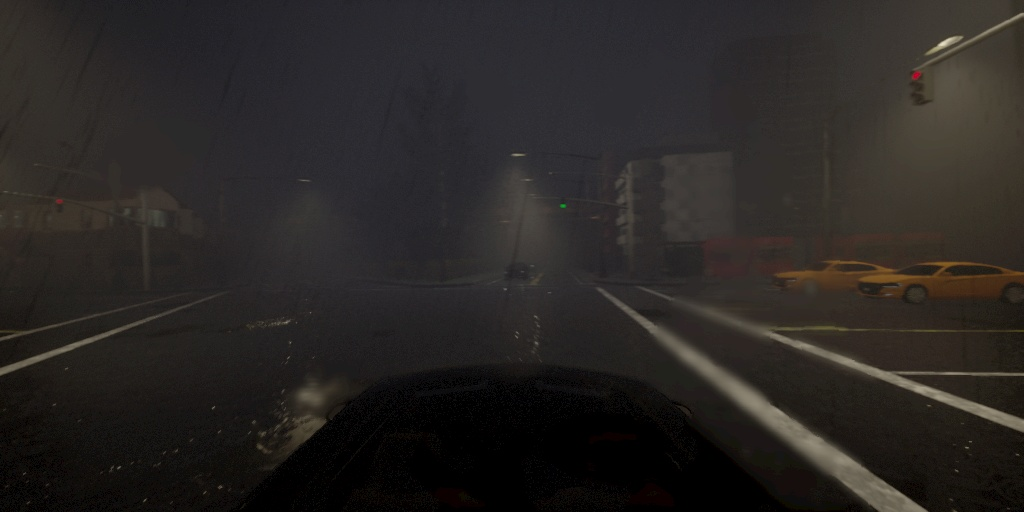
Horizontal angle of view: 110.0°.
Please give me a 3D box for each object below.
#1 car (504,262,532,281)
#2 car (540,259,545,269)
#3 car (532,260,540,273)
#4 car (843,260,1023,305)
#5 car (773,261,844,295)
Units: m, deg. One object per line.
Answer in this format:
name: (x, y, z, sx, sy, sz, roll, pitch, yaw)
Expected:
car: (0.485, 1.391, 33.247, 1.882, 1.535, 5.008, -2, 0, 7)
car: (4.181, 1.509, 63.096, 2.128, 1.511, 4.902, -2, 0, 7)
car: (2.209, 1.518, 47.194, 1.994, 1.385, 4.181, -2, 0, 8)
car: (16.103, 0.964, 13.508, 5.008, 1.535, 1.882, -1, 0, 6)
car: (15.367, 0.993, 17.116, 5.008, 1.535, 1.882, -1, 0, 6)
